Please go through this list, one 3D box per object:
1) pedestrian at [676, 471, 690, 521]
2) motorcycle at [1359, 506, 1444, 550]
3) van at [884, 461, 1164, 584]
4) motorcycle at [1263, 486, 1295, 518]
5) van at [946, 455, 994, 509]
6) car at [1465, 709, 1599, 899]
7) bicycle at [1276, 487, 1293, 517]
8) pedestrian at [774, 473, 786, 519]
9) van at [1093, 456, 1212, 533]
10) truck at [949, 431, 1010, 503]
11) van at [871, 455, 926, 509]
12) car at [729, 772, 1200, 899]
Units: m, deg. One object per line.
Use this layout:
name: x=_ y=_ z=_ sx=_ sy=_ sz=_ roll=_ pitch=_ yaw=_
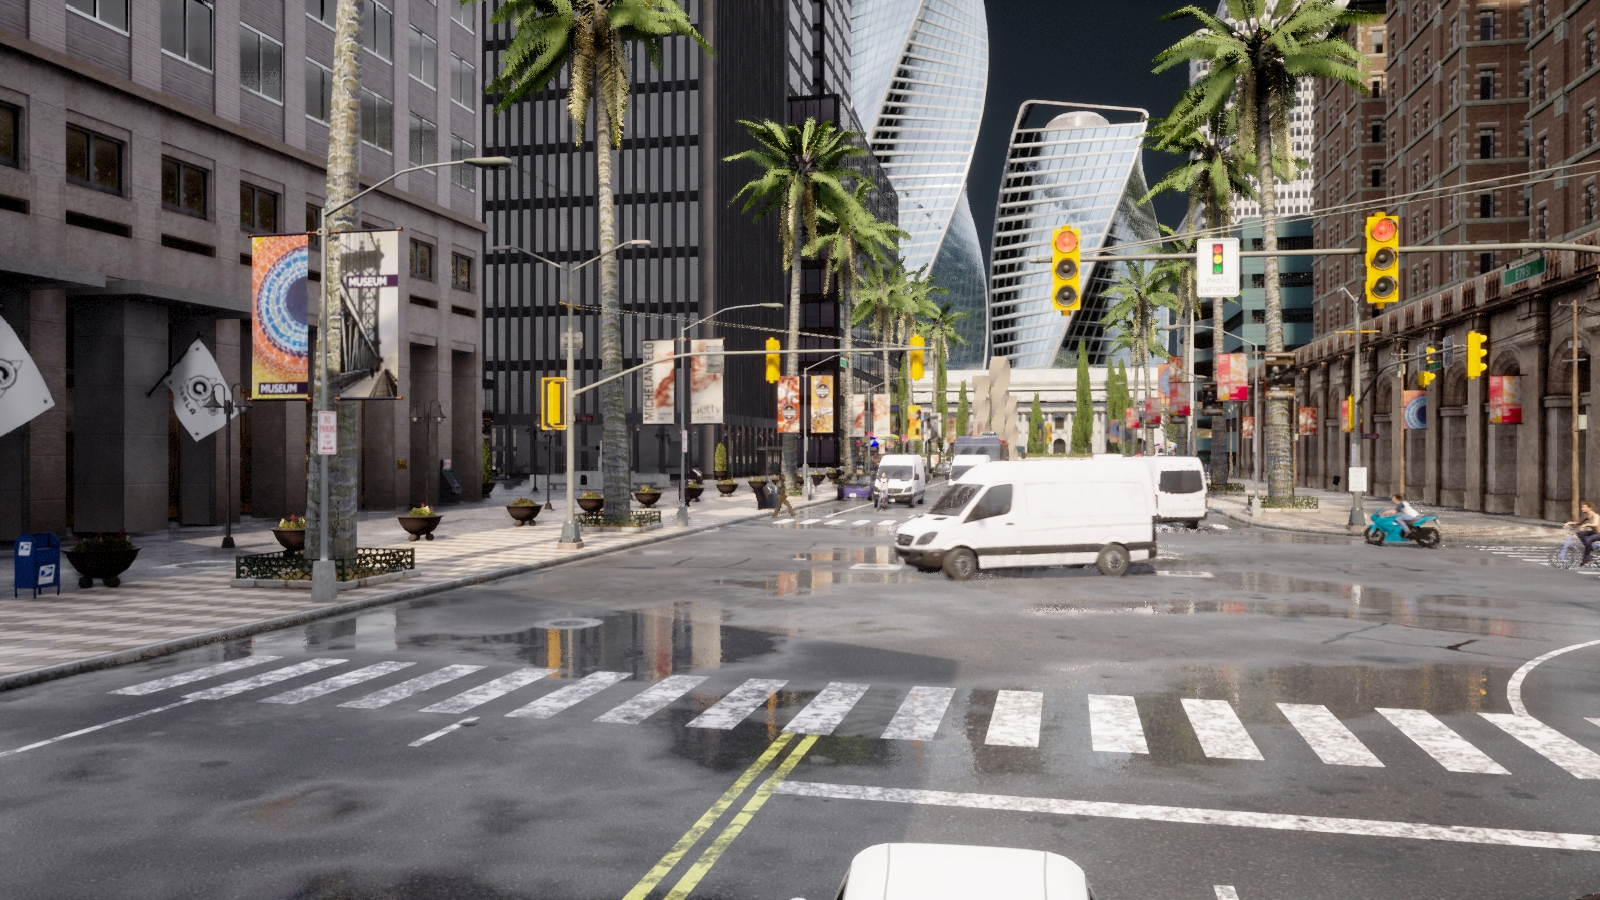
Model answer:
pedestrian: x=-4.347 y=1.697 z=42.329 sx=0.375 sy=1.860 sz=0.375 roll=0 pitch=0 yaw=-40
motorcycle: x=17.207 y=2.213 z=32.705 sx=2.033 sy=1.145 sz=0.803 roll=0 pitch=-1 yaw=41
van: x=5.014 y=1.534 z=25.680 sx=5.915 sy=2.561 sz=1.988 roll=0 pitch=-1 yaw=-16
motorcycle: x=20.463 y=2.205 z=48.863 sx=0.867 sy=1.251 sz=2.209 roll=0 pitch=0 yaw=13
van: x=8.600 y=1.534 z=57.397 sx=1.988 sy=2.561 sz=5.915 roll=0 pitch=0 yaw=13
car: x=3.753 y=1.992 z=2.523 sx=2.152 sy=1.651 sz=5.027 roll=0 pitch=0 yaw=7
bicycle: x=20.524 y=2.206 z=48.420 sx=0.373 sy=1.196 sz=1.643 roll=0 pitch=0 yaw=13
pedestrian: x=-0.812 y=1.848 z=45.972 sx=0.375 sy=1.860 sz=0.375 roll=0 pitch=0 yaw=21
van: x=12.846 y=1.534 z=42.101 sx=1.988 sy=2.561 sz=5.915 roll=-1 pitch=0 yaw=-6
truck: x=10.323 y=0.890 z=65.040 sx=2.891 sy=3.827 sz=8.468 roll=0 pitch=0 yaw=13
van: x=5.034 y=1.534 z=57.494 sx=1.988 sy=2.561 sz=5.915 roll=0 pitch=0 yaw=13
car: x=0.558 y=2.120 z=3.851 sx=1.481 sy=1.376 sz=2.207 roll=0 pitch=0 yaw=9
